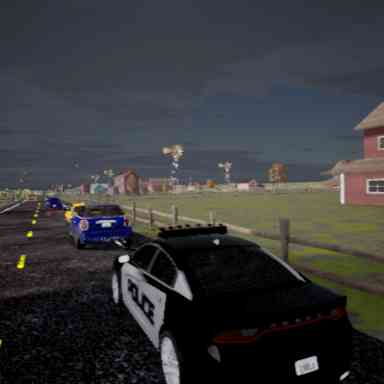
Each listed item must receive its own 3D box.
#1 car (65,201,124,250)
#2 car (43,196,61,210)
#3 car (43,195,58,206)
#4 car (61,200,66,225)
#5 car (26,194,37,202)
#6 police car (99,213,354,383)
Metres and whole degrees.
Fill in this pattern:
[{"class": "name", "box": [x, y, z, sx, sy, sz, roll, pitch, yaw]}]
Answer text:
[{"class": "car", "box": [-4.058, 1.244, 14.348, 2.097, 1.767, 4.553, -2, 1, -24]}, {"class": "car", "box": [-16.648, 1.388, 40.061, 1.812, 1.442, 4.674, -2, 1, -24]}, {"class": "car", "box": [-23.235, 1.340, 54.675, 2.128, 1.511, 4.902, -2, 1, -24]}, {"class": "car", "box": [-6.594, 1.333, 20.027, 1.801, 1.575, 5.366, -2, 1, -24]}, {"class": "car", "box": [-36.813, 1.289, 76.463, 2.097, 1.767, 4.553, -2, 1, -24]}, {"class": "police car", "box": [-0.030, 1.345, 5.346, 1.930, 1.638, 5.238, -2, 1, -24]}]
